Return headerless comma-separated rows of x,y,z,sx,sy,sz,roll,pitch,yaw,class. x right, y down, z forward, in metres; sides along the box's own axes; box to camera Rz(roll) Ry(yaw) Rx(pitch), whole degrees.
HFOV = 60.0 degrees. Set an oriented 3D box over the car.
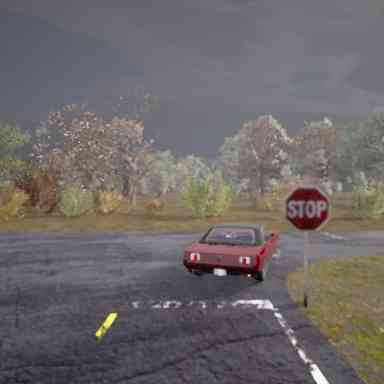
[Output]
1.460,1.581,9.847,1.895,1.301,4.718,0,0,21,car
